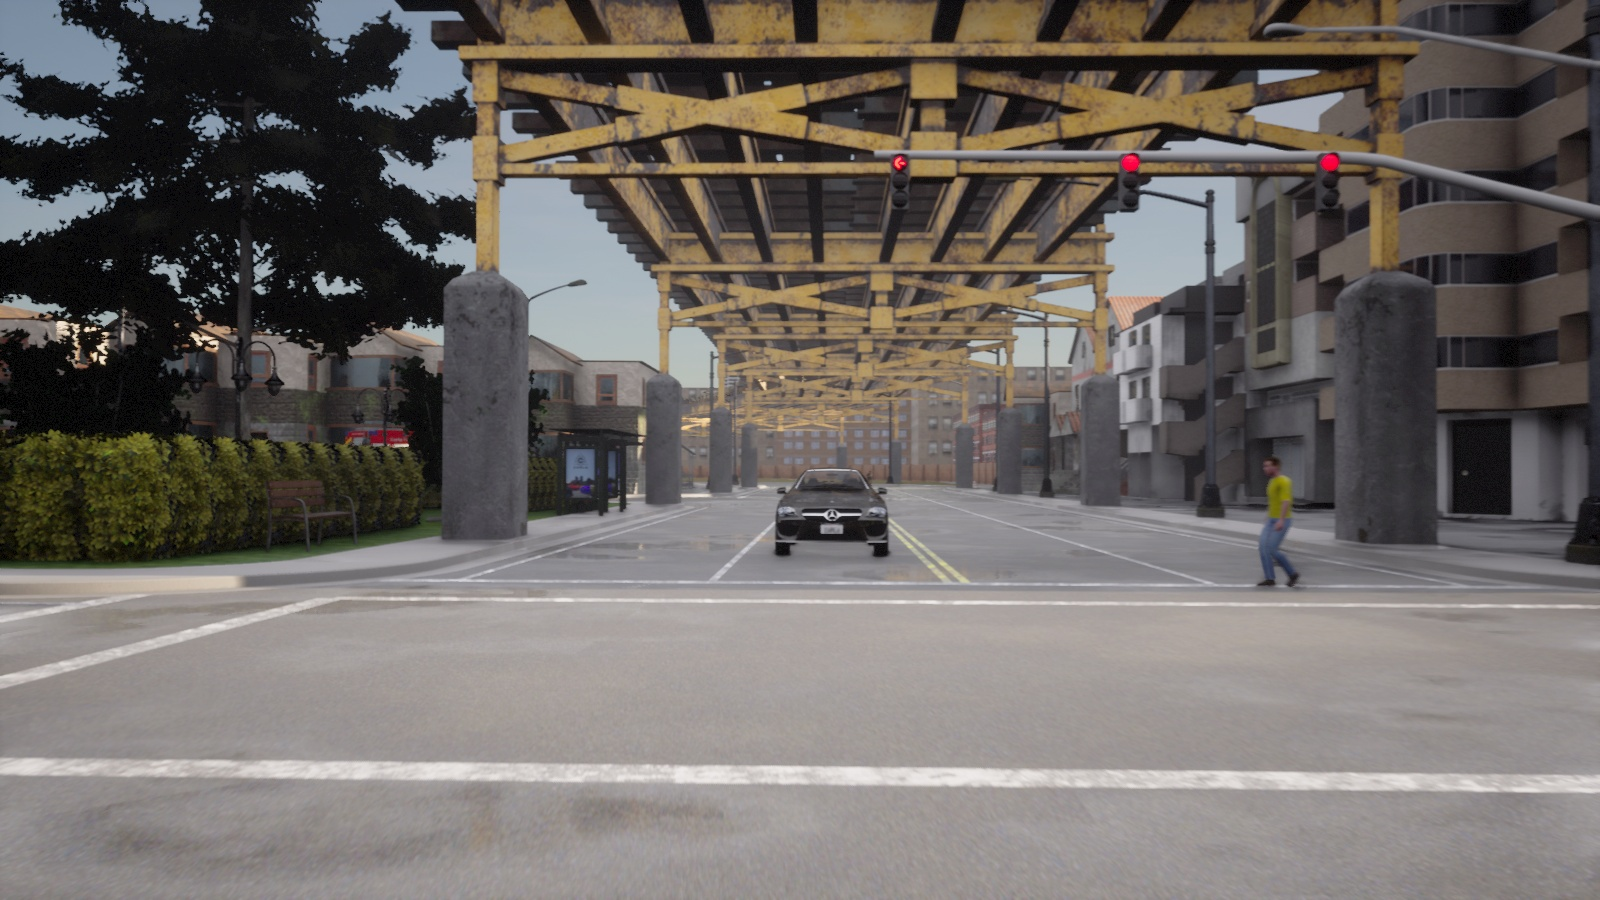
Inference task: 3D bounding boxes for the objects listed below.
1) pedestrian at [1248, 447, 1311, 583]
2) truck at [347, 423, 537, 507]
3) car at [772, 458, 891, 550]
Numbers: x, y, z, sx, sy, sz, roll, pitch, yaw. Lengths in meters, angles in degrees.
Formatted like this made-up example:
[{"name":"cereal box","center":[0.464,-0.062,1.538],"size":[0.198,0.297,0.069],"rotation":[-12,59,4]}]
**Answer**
[{"name":"pedestrian","center":[6.559,0.875,17.177],"size":[0.706,1.836,0.354],"rotation":[0,-1,-7]},{"name":"truck","center":[-17.173,0.739,60.711],"size":[8.468,3.827,2.891],"rotation":[1,-1,-44]},{"name":"car","center":[0.627,1.012,25.145],"size":[2.152,1.651,5.027],"rotation":[0,-1,1]}]
